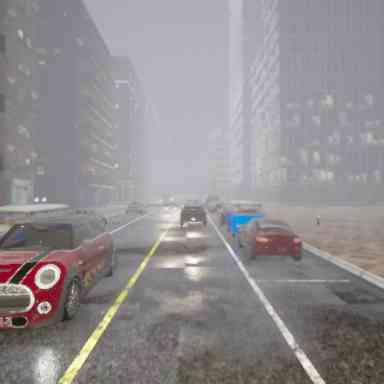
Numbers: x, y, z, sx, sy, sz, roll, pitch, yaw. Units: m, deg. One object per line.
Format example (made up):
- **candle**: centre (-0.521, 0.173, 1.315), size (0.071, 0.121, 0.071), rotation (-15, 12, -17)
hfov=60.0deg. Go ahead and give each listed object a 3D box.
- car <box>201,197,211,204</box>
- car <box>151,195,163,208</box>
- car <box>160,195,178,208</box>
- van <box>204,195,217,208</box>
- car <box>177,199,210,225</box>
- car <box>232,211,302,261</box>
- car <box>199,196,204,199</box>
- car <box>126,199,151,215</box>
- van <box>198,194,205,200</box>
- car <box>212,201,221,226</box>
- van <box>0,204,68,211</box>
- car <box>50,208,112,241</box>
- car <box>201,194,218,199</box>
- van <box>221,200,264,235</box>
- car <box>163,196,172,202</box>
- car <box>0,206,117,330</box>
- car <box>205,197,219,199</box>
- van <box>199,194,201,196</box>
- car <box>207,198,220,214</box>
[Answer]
- **car**: centre (2.692, 1.612, 66.815), size (1.802, 1.307, 4.206), rotation (1, 0, 0)
- **car**: centre (-5.684, 1.548, 50.089), size (1.752, 1.417, 4.829), rotation (1, 0, 0)
- **car**: centre (-3.084, 1.570, 49.538), size (2.033, 1.411, 5.357), rotation (0, 0, 0)
- **van**: centre (2.700, 1.364, 50.292), size (1.690, 1.788, 3.998), rotation (1, 0, 0)
- **car**: centre (0.096, 1.517, 24.268), size (1.837, 1.490, 4.892), rotation (0, 0, 0)
- **car**: centre (2.702, 1.588, 12.057), size (1.802, 1.307, 4.206), rotation (1, 0, 0)
- **car**: centre (0.092, 1.567, 42.902), size (2.033, 1.411, 5.357), rotation (0, 0, 0)
- **car**: centre (-5.649, 1.597, 34.143), size (1.802, 1.307, 4.206), rotation (1, 0, 0)
- **van**: centre (2.692, 1.384, 94.356), size (1.690, 1.788, 3.998), rotation (1, 0, 0)
- **car**: centre (2.701, 1.555, 23.153), size (1.887, 1.381, 4.507), rotation (1, 0, 0)
- **van**: centre (-5.640, 1.347, 11.956), size (1.690, 1.788, 3.998), rotation (1, 0, 0)
- **car**: centre (-5.646, 1.590, 17.504), size (1.802, 1.307, 4.206), rotation (1, 0, 0)
- **car**: centre (2.701, 1.335, 44.784), size (2.192, 1.841, 5.009), rotation (1, 0, 0)
- **van**: centre (2.706, 1.349, 17.606), size (1.690, 1.788, 3.998), rotation (1, 0, 0)
- **car**: centre (-5.689, 1.580, 77.815), size (1.887, 1.381, 4.507), rotation (1, 0, 0)
- **car**: centre (-3.102, 1.355, 7.212), size (2.097, 1.767, 4.553), rotation (0, 0, 0)
- **car**: centre (2.697, 1.600, 39.276), size (1.802, 1.307, 4.206), rotation (1, 0, 0)
- **van**: centre (2.698, 1.369, 61.308), size (1.690, 1.788, 3.998), rotation (1, 0, 0)
- **car**: centre (2.698, 1.597, 34.248), size (1.802, 1.307, 4.206), rotation (1, 0, 0)
